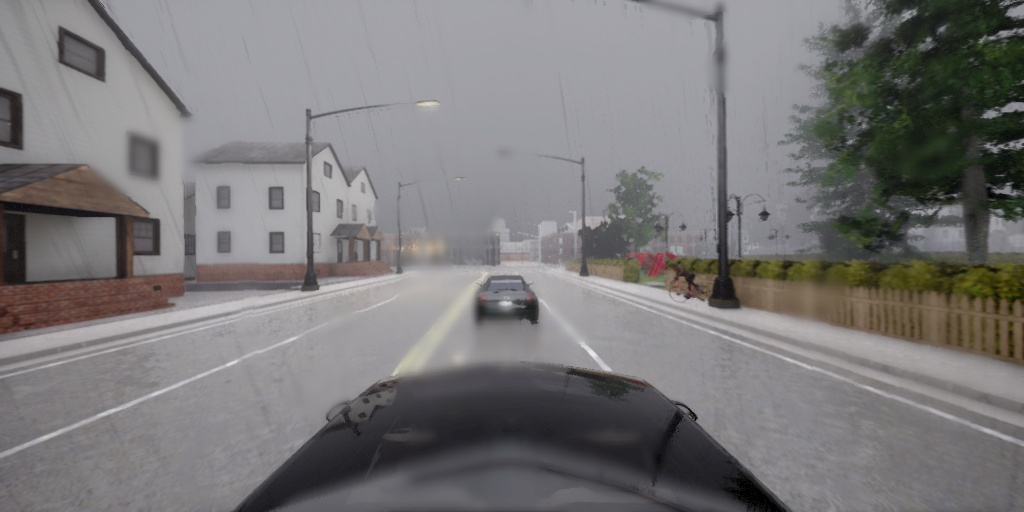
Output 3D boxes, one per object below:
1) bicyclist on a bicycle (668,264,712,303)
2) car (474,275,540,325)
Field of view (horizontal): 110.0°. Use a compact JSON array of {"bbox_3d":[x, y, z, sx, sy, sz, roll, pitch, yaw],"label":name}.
[{"bbox_3d":[6.348,0.976,13.161,1.656,1.620,0.582,-3,-35,-9],"label":"bicyclist on a bicycle"},{"bbox_3d":[-0.195,1.317,11.957,1.994,1.385,4.181,-1,0,-2],"label":"car"}]
